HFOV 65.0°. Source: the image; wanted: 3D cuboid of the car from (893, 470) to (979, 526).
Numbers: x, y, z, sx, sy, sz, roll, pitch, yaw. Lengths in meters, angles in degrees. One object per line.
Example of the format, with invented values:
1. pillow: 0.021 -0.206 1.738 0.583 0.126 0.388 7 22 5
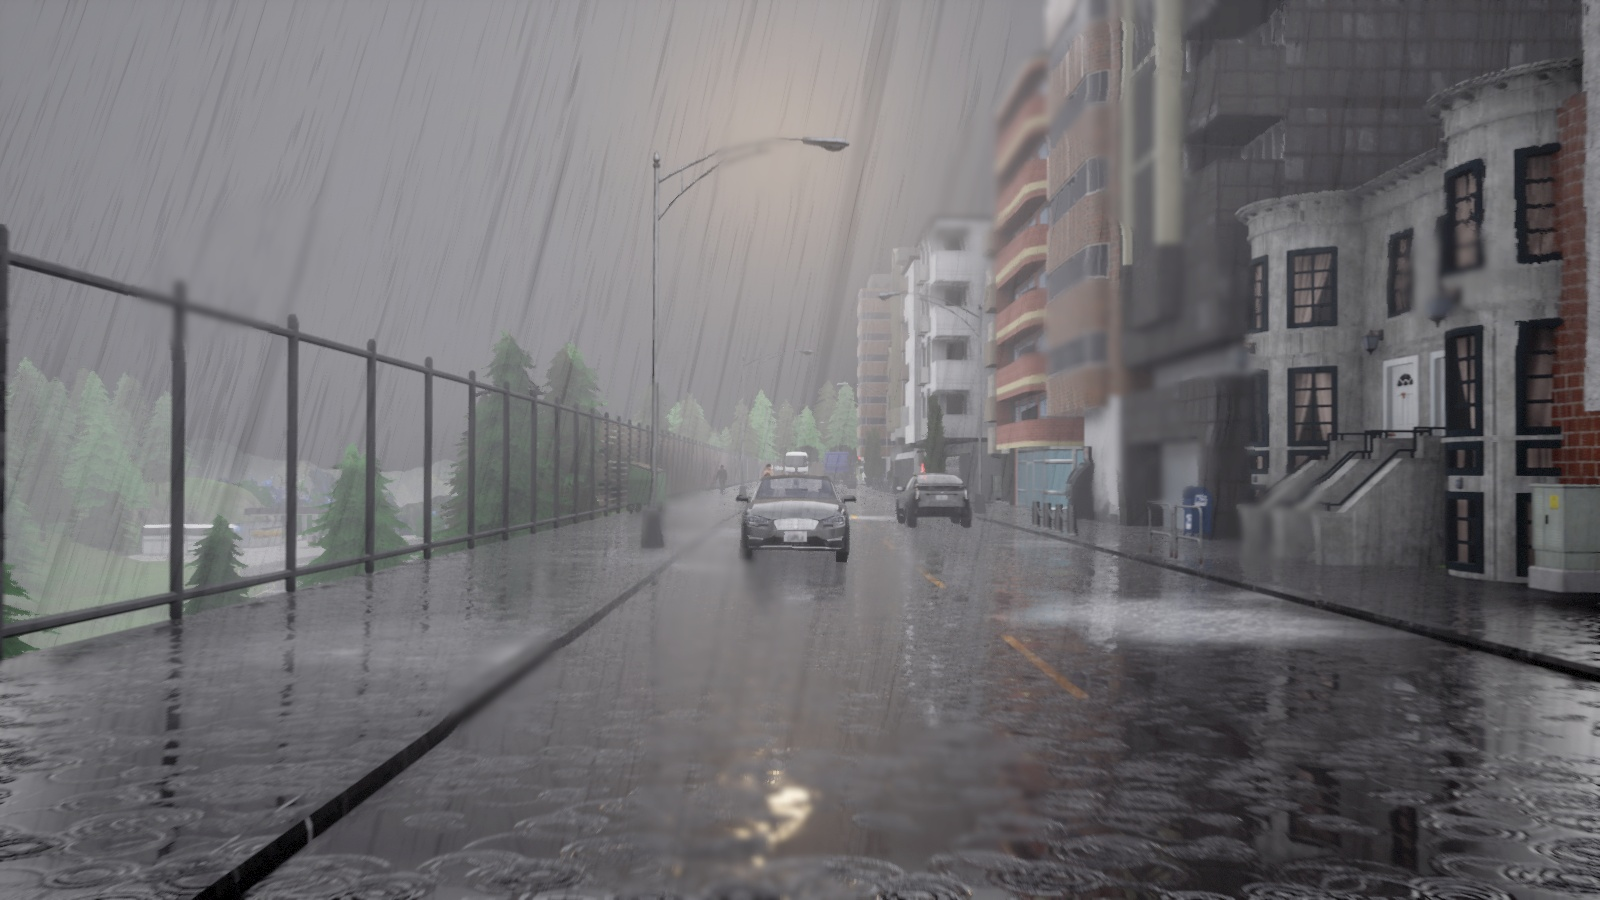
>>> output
1. car: 3.896 1.360 36.697 2.007 1.525 4.514 0 -1 0

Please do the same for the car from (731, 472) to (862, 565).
1. car: -0.064 1.155 22.917 2.128 1.511 4.902 0 -1 0

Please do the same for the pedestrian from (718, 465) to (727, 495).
1. pedestrian: -4.793 1.848 77.916 0.431 1.840 0.703 0 -1 -12
